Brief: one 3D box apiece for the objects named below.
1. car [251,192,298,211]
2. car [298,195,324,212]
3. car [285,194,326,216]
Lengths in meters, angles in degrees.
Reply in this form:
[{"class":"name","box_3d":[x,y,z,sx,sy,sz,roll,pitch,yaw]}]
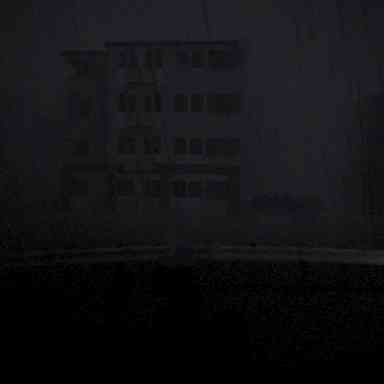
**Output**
[{"class":"car","box_3d":[6.929,0.702,28.638,3.633,1.501,1.845,2,2,16]},{"class":"car","box_3d":[9.660,0.866,28.042,1.853,1.218,4.536,2,2,34]},{"class":"car","box_3d":[9.685,1.022,28.090,2.038,1.542,4.974,2,2,34]}]
